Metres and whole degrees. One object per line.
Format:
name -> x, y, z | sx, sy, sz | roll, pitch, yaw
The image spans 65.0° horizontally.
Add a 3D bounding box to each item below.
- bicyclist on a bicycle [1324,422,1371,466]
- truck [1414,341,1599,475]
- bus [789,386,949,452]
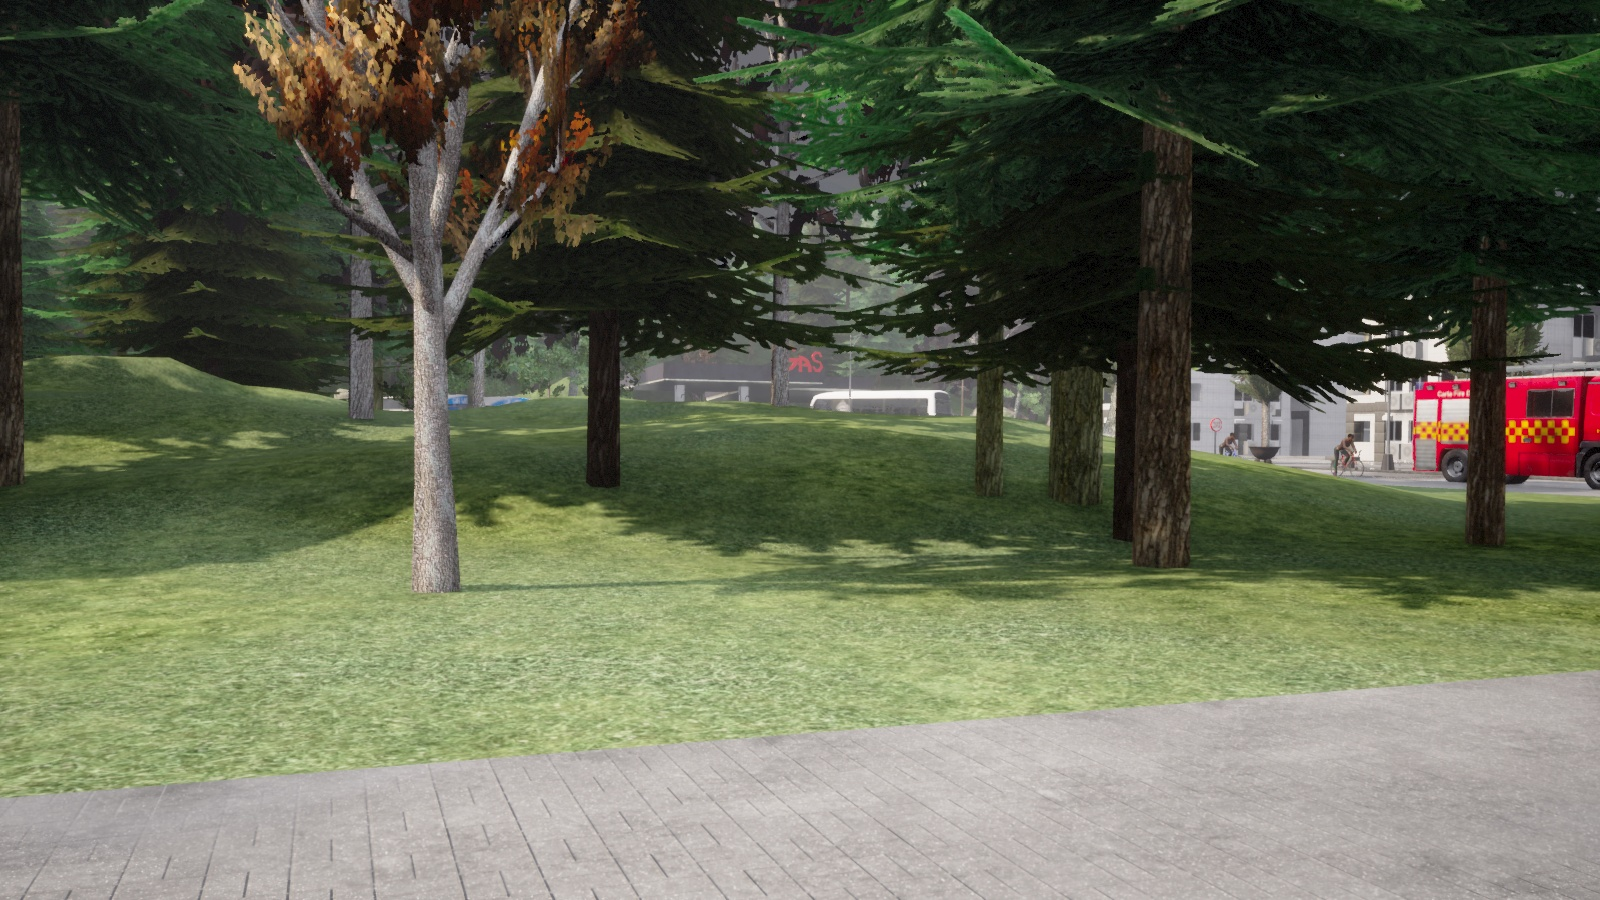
bicyclist on a bicycle -> 20.321, -0.227, 46.636 | 0.582, 1.620, 1.656 | -1, 1, -20
truck -> 23.339, -1.245, 38.456 | 2.891, 3.827, 8.468 | -1, 1, -20
bus -> 4.714, -2.032, 86.328 | 10.273, 4.253, 3.944 | 0, 0, 29
